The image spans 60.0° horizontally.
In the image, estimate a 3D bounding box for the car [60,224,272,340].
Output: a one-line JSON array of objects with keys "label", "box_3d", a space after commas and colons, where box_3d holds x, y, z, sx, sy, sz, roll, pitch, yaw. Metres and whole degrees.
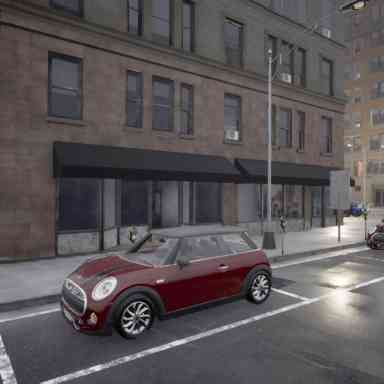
[{"label": "car", "box_3d": [-0.370, 1.441, 6.500, 4.097, 1.590, 1.967, 0, 0, -36]}]

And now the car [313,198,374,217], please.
[{"label": "car", "box_3d": [14.511, 1.416, 32.070, 2.128, 1.511, 4.902, 1, 0, -36]}]

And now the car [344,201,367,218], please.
[{"label": "car", "box_3d": [12.382, 1.123, 29.475, 2.150, 2.045, 5.566, 1, 0, -36]}]

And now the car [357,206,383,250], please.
[{"label": "car", "box_3d": [8.561, 1.445, 12.898, 4.097, 1.590, 1.967, 0, 0, -36]}]
